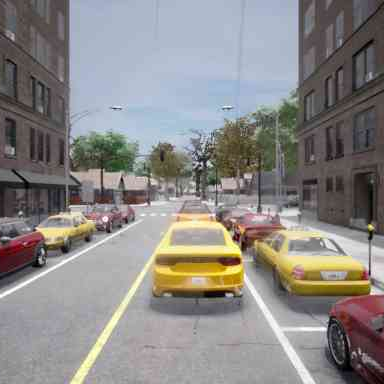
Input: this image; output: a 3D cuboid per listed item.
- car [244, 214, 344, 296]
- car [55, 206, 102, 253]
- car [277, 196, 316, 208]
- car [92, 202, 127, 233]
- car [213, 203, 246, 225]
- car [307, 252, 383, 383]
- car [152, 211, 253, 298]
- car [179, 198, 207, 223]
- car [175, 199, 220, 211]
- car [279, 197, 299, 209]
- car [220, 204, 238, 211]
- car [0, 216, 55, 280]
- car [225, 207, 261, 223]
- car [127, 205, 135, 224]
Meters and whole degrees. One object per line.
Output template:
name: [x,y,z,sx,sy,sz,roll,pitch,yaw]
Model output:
car: [2.660,1.528,8.522,1.752,1.417,4.829,0,0,0]
car: [-5.349,1.531,13.722,1.752,1.417,4.829,0,0,0]
car: [14.974,1.419,47.845,4.902,1.511,2.128,0,0,0]
car: [-5.332,1.449,19.411,1.967,1.590,4.097,0,0,0]
car: [2.710,1.578,24.907,1.947,1.339,4.313,0,0,0]
car: [2.643,1.582,2.834,1.802,1.307,4.206,0,0,0]
car: [0.127,1.480,8.568,1.882,1.535,5.008,0,0,0]
car: [0.078,1.365,26.593,2.097,1.767,4.553,0,0,0]
car: [0.151,1.360,17.750,2.097,1.767,4.553,0,0,0]
car: [14.388,1.456,44.587,4.674,1.442,1.812,0,0,2]
car: [2.693,1.591,19.388,1.802,1.307,4.206,0,0,0]
car: [-5.365,1.443,8.373,1.967,1.590,4.097,0,0,0]
car: [2.676,1.550,13.870,1.887,1.381,4.507,0,0,0]
car: [-5.316,1.594,24.930,1.802,1.307,4.206,0,0,0]
